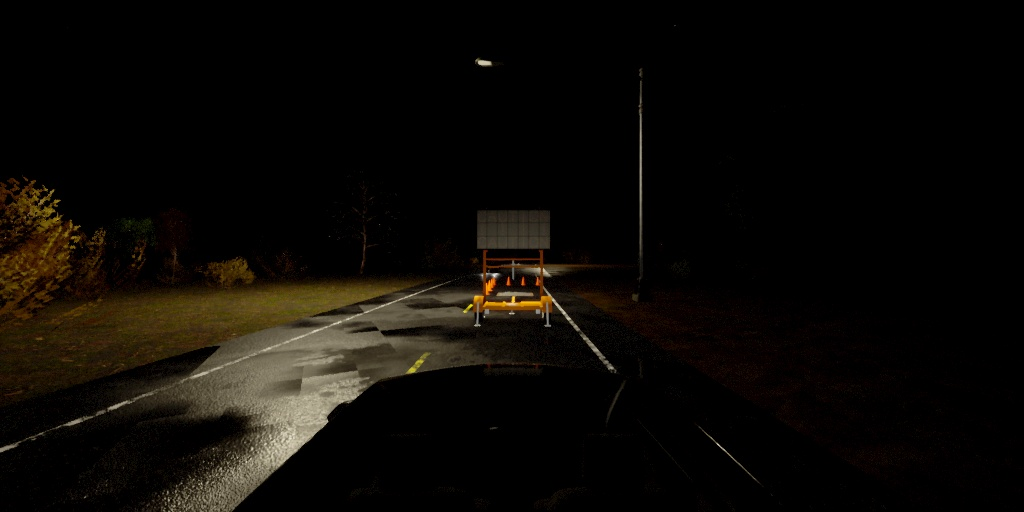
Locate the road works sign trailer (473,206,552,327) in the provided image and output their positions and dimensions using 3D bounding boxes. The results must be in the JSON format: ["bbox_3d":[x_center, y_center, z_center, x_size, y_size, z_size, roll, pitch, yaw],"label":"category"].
[{"bbox_3d":[0.039,0.214,11.580,2.380,3.560,2.880,0,0,1],"label":"road works sign trailer"}]

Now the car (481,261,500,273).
[{"bbox_3d":[-2.500,1.292,42.705,2.033,1.411,5.357,0,0,3],"label":"car"}]
